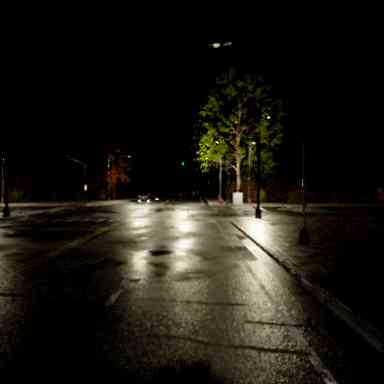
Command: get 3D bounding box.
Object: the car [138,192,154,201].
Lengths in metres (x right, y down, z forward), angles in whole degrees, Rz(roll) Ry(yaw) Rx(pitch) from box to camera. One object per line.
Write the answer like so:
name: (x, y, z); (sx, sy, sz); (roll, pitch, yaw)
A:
car: (-9.466, 0.813, 66.975); (2.097, 1.767, 4.553); (0, 0, 1)

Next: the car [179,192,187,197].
car: (-2.520, 0.644, 93.084); (2.128, 1.511, 4.902); (0, 1, 1)

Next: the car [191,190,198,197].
car: (0.730, 0.345, 93.056); (2.150, 2.045, 5.566); (0, 1, 1)

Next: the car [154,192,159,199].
car: (-9.201, 0.791, 82.415); (1.882, 1.535, 5.008); (0, 1, 1)

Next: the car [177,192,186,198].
car: (-2.696, 0.854, 82.668); (2.033, 1.411, 5.357); (0, 1, 1)

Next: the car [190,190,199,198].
car: (0.560, 0.668, 82.998); (2.097, 1.767, 4.553); (0, 1, 1)
